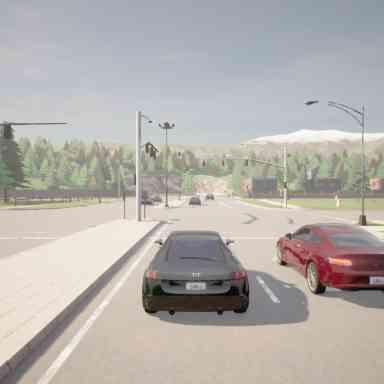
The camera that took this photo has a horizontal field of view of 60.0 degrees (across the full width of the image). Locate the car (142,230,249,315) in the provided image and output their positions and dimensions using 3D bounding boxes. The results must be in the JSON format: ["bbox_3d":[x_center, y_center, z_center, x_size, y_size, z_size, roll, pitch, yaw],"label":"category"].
[{"bbox_3d":[0.058,1.564,7.649,1.994,1.385,4.181,0,0,0],"label":"car"}]

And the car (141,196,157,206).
[{"bbox_3d":[-7.580,1.547,56.732,2.033,1.411,5.357,0,0,1],"label":"car"}]

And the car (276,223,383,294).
[{"bbox_3d":[3.556,1.526,8.651,1.812,1.442,4.674,0,0,0],"label":"car"}]

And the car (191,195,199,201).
[{"bbox_3d":[0.856,1.428,82.108,1.895,1.301,4.718,0,0,1],"label":"car"}]

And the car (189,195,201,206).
[{"bbox_3d":[0.505,1.563,56.652,1.994,1.385,4.181,0,0,1],"label":"car"}]

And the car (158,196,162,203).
[{"bbox_3d":[-7.322,1.560,69.264,1.994,1.385,4.181,0,0,1],"label":"car"}]

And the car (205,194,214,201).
[{"bbox_3d":[4.355,1.188,82.002,2.097,1.767,4.553,0,0,1],"label":"car"}]
